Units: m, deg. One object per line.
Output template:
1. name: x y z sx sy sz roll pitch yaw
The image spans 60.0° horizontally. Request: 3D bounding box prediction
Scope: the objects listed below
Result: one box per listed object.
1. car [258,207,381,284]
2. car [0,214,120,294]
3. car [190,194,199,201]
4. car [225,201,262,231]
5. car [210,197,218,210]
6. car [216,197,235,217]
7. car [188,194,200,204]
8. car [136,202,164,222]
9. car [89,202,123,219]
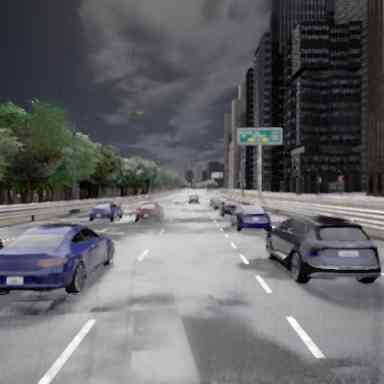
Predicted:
1. car: 3.507 1.450 9.696 2.033 1.649 4.856 0 0 0
2. car: -3.392 1.544 8.691 1.812 1.442 4.674 0 0 0
3. car: 0.596 1.236 78.314 1.882 1.535 5.008 0 0 1
4. car: 3.534 1.537 20.697 2.163 1.488 4.792 0 0 0
5. car: 3.666 1.632 42.640 1.895 1.301 4.718 0 0 0
6. car: 3.588 1.541 31.639 1.837 1.490 4.892 0 0 0
7. car: 0.372 1.508 62.437 1.812 1.442 4.674 0 0 1
8. car: -3.337 1.563 26.625 1.812 1.442 4.674 0 0 0
9. car: -6.836 1.563 26.689 1.812 1.442 4.674 0 0 0
